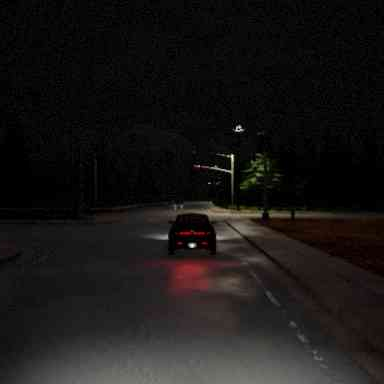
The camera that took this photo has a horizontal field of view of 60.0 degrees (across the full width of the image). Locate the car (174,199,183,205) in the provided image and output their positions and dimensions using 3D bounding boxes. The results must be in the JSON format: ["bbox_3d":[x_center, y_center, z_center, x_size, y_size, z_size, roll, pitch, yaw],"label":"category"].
[{"bbox_3d":[-3.219,2.356,80.402,1.837,1.490,4.892,0,-1,1],"label":"car"}]

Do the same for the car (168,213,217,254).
[{"bbox_3d":[0.016,1.662,14.297,1.837,1.490,4.892,0,0,0],"label":"car"}]
